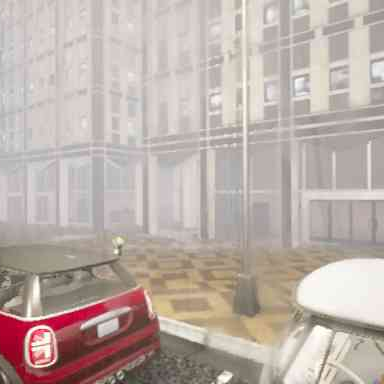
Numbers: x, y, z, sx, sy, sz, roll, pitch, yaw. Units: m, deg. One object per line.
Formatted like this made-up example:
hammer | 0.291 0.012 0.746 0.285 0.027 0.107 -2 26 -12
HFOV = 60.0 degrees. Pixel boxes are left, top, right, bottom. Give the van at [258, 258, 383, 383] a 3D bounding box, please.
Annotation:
van | 2.168 1.337 1.330 3.998 1.788 1.690 0 0 36

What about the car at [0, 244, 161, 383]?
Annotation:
car | -2.462 1.461 4.639 4.097 1.590 1.967 0 0 36
